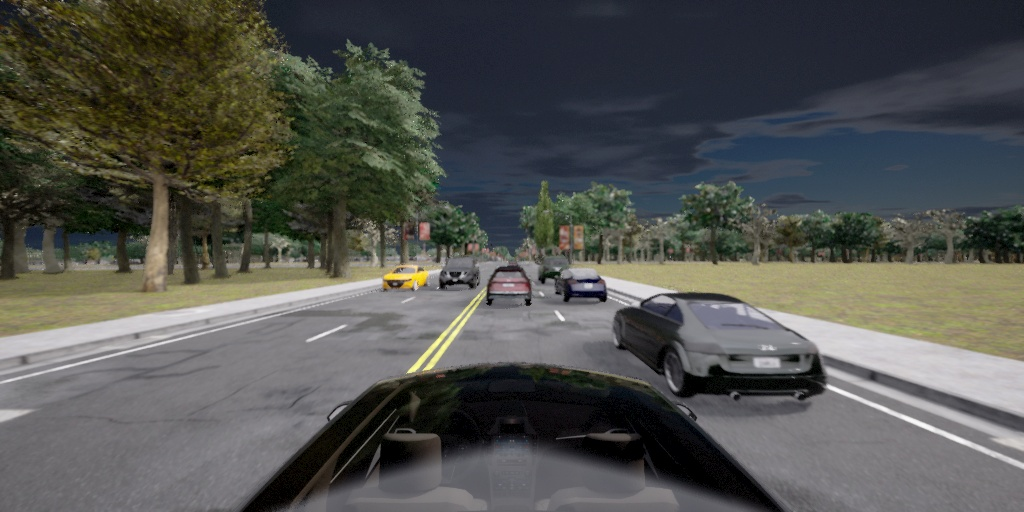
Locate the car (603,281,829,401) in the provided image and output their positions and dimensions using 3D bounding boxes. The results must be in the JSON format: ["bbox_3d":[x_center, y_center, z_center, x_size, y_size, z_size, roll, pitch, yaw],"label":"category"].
[{"bbox_3d":[3.251,1.336,6.578,1.994,1.385,4.181,0,0,0],"label":"car"}]

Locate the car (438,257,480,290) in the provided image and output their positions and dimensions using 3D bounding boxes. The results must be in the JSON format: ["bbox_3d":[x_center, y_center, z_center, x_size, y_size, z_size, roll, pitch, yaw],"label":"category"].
[{"bbox_3d":[-3.346,1.074,23.820,2.150,2.045,5.566,0,0,0],"label":"car"}]

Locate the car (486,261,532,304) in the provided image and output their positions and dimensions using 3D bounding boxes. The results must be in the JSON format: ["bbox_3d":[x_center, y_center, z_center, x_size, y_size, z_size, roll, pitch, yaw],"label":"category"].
[{"bbox_3d":[-0.105,1.250,16.717,2.033,1.649,4.856,0,0,1],"label":"car"}]

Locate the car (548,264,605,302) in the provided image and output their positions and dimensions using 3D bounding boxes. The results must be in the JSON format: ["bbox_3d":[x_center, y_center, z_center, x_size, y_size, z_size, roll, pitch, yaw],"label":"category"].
[{"bbox_3d":[3.252,1.327,17.609,2.163,1.488,4.792,0,0,0],"label":"car"}]

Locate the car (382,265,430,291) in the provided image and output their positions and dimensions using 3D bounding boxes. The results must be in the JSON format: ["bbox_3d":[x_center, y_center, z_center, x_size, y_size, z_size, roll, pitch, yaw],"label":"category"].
[{"bbox_3d":[-6.597,1.325,22.734,1.882,1.535,5.008,0,0,0],"label":"car"}]

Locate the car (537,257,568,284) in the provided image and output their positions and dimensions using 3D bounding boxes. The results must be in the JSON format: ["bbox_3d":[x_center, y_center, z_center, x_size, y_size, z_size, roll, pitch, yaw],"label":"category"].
[{"bbox_3d":[3.253,1.098,28.610,2.150,2.045,5.566,0,0,0],"label":"car"}]
